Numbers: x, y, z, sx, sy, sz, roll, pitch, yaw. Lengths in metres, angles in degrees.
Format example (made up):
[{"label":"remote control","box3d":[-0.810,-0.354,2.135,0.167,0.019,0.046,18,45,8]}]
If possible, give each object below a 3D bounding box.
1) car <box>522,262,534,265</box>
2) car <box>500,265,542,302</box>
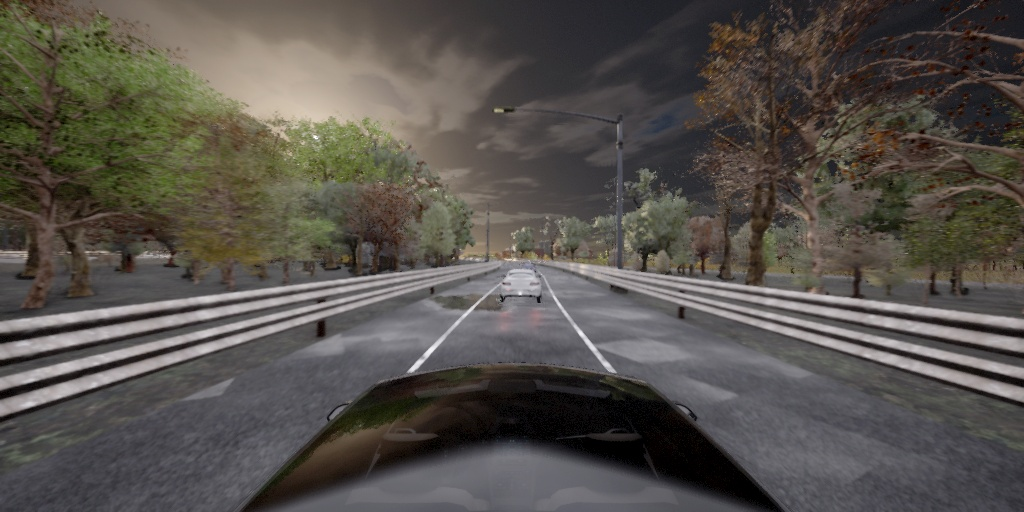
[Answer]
[{"label":"car","box3d":[1.924,1.477,43.521,2.033,1.411,5.357,0,0,2]},{"label":"car","box3d":[0.461,1.342,17.503,1.812,1.442,4.674,0,0,3]}]
